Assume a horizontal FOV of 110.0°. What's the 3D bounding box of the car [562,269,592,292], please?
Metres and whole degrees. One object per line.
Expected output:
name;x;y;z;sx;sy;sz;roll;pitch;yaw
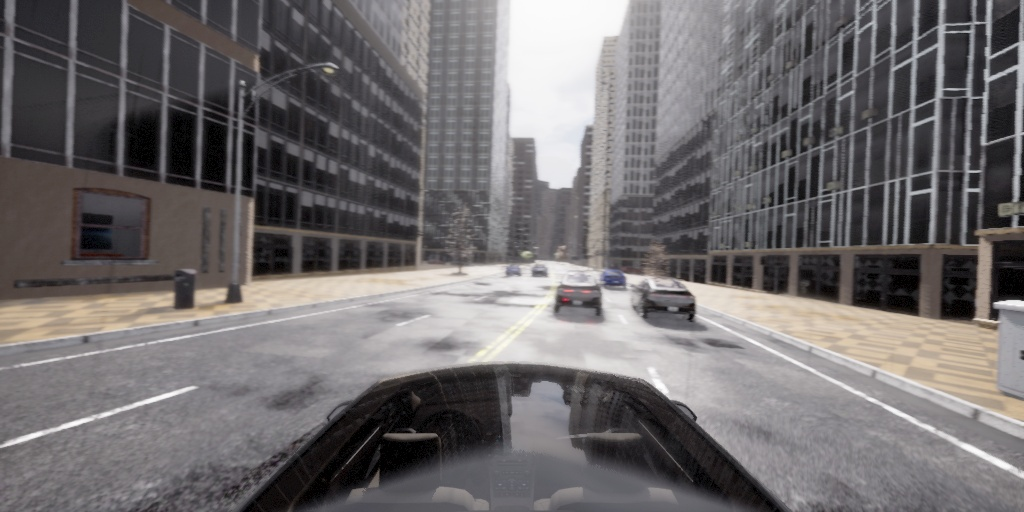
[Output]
car;4.993;1.833;28.226;2.033;1.411;5.357;2;-1;8

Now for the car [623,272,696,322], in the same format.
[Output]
car;6.053;1.660;14.746;2.128;1.511;4.902;2;-1;12

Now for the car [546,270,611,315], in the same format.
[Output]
car;2.862;1.531;15.349;2.128;1.511;4.902;2;-1;12

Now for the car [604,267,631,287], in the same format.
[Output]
car;8.654;1.948;31.096;1.882;1.535;5.008;2;0;7

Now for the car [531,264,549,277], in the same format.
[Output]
car;3.545;1.788;45.561;2.097;1.767;4.553;2;-1;6

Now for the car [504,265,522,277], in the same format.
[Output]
car;0.211;1.817;44.964;1.812;1.442;4.674;2;0;6
